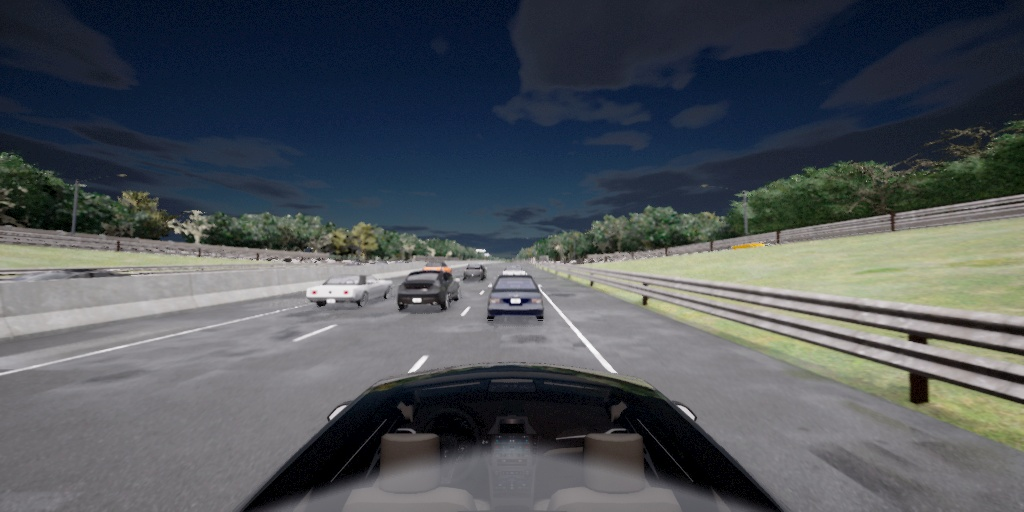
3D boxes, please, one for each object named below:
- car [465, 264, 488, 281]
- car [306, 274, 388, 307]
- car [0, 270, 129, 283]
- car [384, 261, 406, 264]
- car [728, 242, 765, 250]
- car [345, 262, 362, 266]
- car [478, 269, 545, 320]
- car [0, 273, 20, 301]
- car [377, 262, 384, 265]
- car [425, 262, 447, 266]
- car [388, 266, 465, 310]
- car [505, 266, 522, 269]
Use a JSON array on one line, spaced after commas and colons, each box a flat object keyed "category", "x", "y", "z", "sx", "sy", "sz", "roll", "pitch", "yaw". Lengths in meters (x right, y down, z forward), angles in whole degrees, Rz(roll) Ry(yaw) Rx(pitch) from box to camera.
[{"category": "car", "x": -3.350, "y": 1.445, "z": 33.274, "sx": 2.128, "sy": 1.511, "sz": 4.902, "roll": 0, "pitch": 0, "yaw": 0}, {"category": "car", "x": -6.881, "y": 1.441, "z": 15.878, "sx": 1.895, "sy": 1.301, "sz": 4.718, "roll": 0, "pitch": 0, "yaw": 0}, {"category": "car", "x": -17.584, "y": 1.333, "z": 14.178, "sx": 1.837, "sy": 1.490, "sz": 4.892, "roll": 0, "pitch": 0, "yaw": 0}, {"category": "car", "x": -17.466, "y": 1.600, "z": 55.527, "sx": 2.128, "sy": 1.511, "sz": 4.902, "roll": 0, "pitch": 0, "yaw": 1}, {"category": "car", "x": 32.247, "y": -1.276, "z": 49.521, "sx": 1.882, "sy": 1.535, "sz": 5.008, "roll": 0, "pitch": -4, "yaw": -9}, {"category": "car", "x": -24.458, "y": 1.672, "z": 55.568, "sx": 1.994, "sy": 1.385, "sz": 4.181, "roll": 0, "pitch": 0, "yaw": 1}, {"category": "car", "x": 0.114, "y": 1.369, "z": 12.905, "sx": 2.033, "sy": 1.411, "sz": 5.357, "roll": 0, "pitch": 0, "yaw": 0}, {"category": "car", "x": -24.582, "y": 1.433, "z": 14.862, "sx": 1.895, "sy": 1.301, "sz": 4.718, "roll": 0, "pitch": 0, "yaw": 0}, {"category": "car", "x": -20.939, "y": 1.673, "z": 57.736, "sx": 2.033, "sy": 1.411, "sz": 5.357, "roll": 0, "pitch": 0, "yaw": 1}, {"category": "car", "x": -6.850, "y": 1.303, "z": 33.048, "sx": 2.097, "sy": 1.767, "sz": 4.553, "roll": 0, "pitch": 0, "yaw": 0}, {"category": "car", "x": -3.383, "y": 1.341, "z": 15.194, "sx": 1.837, "sy": 1.490, "sz": 4.892, "roll": 0, "pitch": 0, "yaw": 0}, {"category": "car", "x": 0.142, "y": 1.544, "z": 31.651, "sx": 1.895, "sy": 1.301, "sz": 4.718, "roll": 0, "pitch": 0, "yaw": 0}]
